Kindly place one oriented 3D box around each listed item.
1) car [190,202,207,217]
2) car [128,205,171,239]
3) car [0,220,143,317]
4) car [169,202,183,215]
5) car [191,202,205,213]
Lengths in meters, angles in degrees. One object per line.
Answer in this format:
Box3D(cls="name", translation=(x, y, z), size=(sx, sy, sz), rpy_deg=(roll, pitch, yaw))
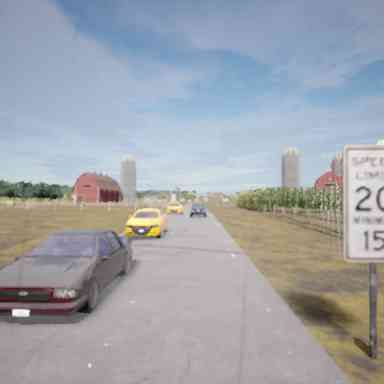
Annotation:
Box3D(cls="car", translation=(0.718, 2.060, 37.470), size=(2.033, 1.411, 5.357), rpy_deg=(0, -1, 1))
Box3D(cls="car", translation=(-2.525, 1.729, 19.347), size=(1.882, 1.535, 5.008), rpy_deg=(0, -1, 1))
Box3D(cls="car", translation=(-2.766, 1.654, 8.178), size=(2.033, 1.411, 5.357), rpy_deg=(0, -1, 2))
Box3D(cls="car", translation=(-2.123, 2.069, 42.139), size=(1.882, 1.535, 5.008), rpy_deg=(0, -1, 1))
Box3D(cls="car", translation=(0.879, 2.209, 48.111), size=(1.837, 1.490, 4.892), rpy_deg=(0, -1, 1))
